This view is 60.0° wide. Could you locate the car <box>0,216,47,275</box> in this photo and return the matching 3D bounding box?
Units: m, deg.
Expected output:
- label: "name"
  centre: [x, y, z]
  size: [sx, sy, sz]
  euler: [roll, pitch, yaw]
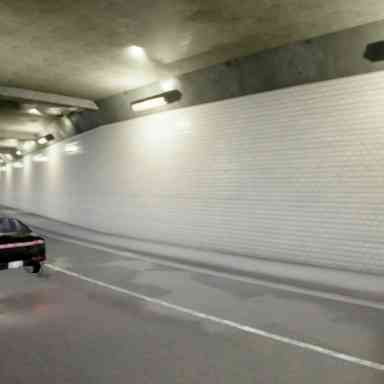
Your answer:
- label: "car"
  centre: [-5.751, 1.397, 9.154]
  size: [4.902, 1.511, 2.128]
  euler: [1, 0, 43]
